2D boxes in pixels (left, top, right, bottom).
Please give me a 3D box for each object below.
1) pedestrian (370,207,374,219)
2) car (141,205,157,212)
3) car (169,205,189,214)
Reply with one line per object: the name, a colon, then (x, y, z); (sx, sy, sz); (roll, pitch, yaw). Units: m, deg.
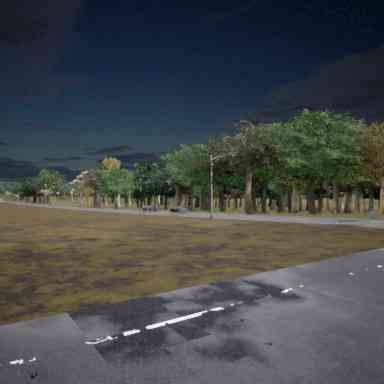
pedestrian: (19.252, 2.203, 35.553); (0.375, 1.300, 0.375); (-2, 1, -33)
car: (-9.263, 3.559, 71.755); (1.837, 1.490, 4.892); (1, -2, -33)
car: (-2.476, 3.195, 61.586); (2.128, 1.511, 4.902); (1, -2, -33)
